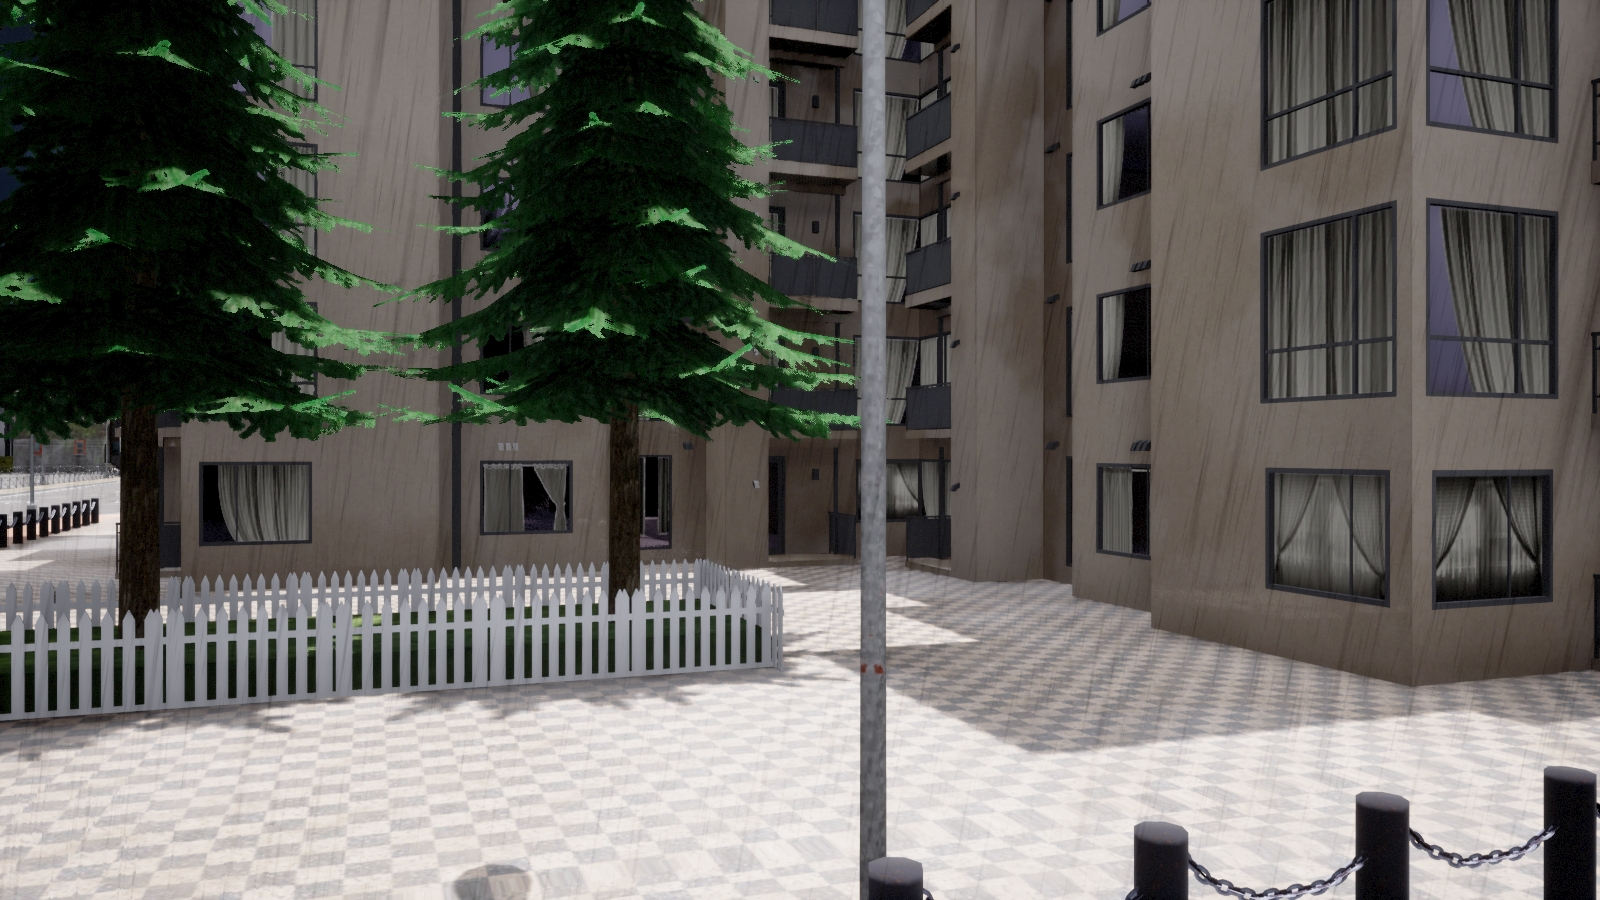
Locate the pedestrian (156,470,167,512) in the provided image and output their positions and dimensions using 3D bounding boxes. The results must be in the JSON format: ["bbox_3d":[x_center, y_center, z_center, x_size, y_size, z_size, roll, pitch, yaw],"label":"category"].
[{"bbox_3d":[-28.328,1.829,50.714,0.375,1.860,0.375,0,0,-20],"label":"pedestrian"}]
